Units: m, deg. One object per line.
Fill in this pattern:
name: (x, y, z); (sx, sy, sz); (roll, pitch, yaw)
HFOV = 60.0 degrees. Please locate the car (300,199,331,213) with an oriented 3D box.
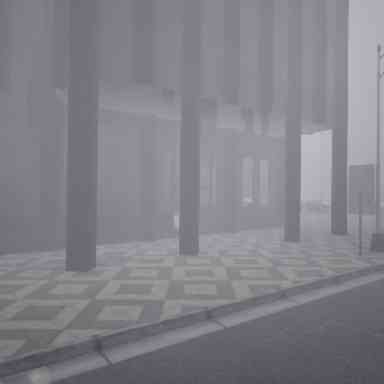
car: (12.900, 1.444, 33.404); (1.887, 1.381, 4.507); (1, -1, -36)

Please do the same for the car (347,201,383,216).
car: (16.091, 1.437, 28.961); (1.752, 1.417, 4.829); (1, -1, -36)

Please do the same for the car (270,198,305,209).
car: (13.484, 1.553, 47.204); (1.887, 1.381, 4.507); (1, -1, -36)

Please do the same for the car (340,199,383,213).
car: (19.782, 1.580, 38.433); (2.008, 1.369, 4.403); (1, -1, -36)
